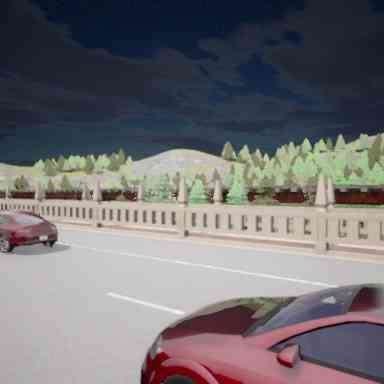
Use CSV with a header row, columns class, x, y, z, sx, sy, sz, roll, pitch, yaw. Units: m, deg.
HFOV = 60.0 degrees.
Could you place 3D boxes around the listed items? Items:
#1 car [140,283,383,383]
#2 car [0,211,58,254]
class,x,y,z,sx,sy,sz,roll,pitch,yaw
car,1.531,1.563,2.876,4.181,1.385,1.994,0,0,36
car,-7.302,1.511,13.503,4.674,1.442,1.812,0,0,36
